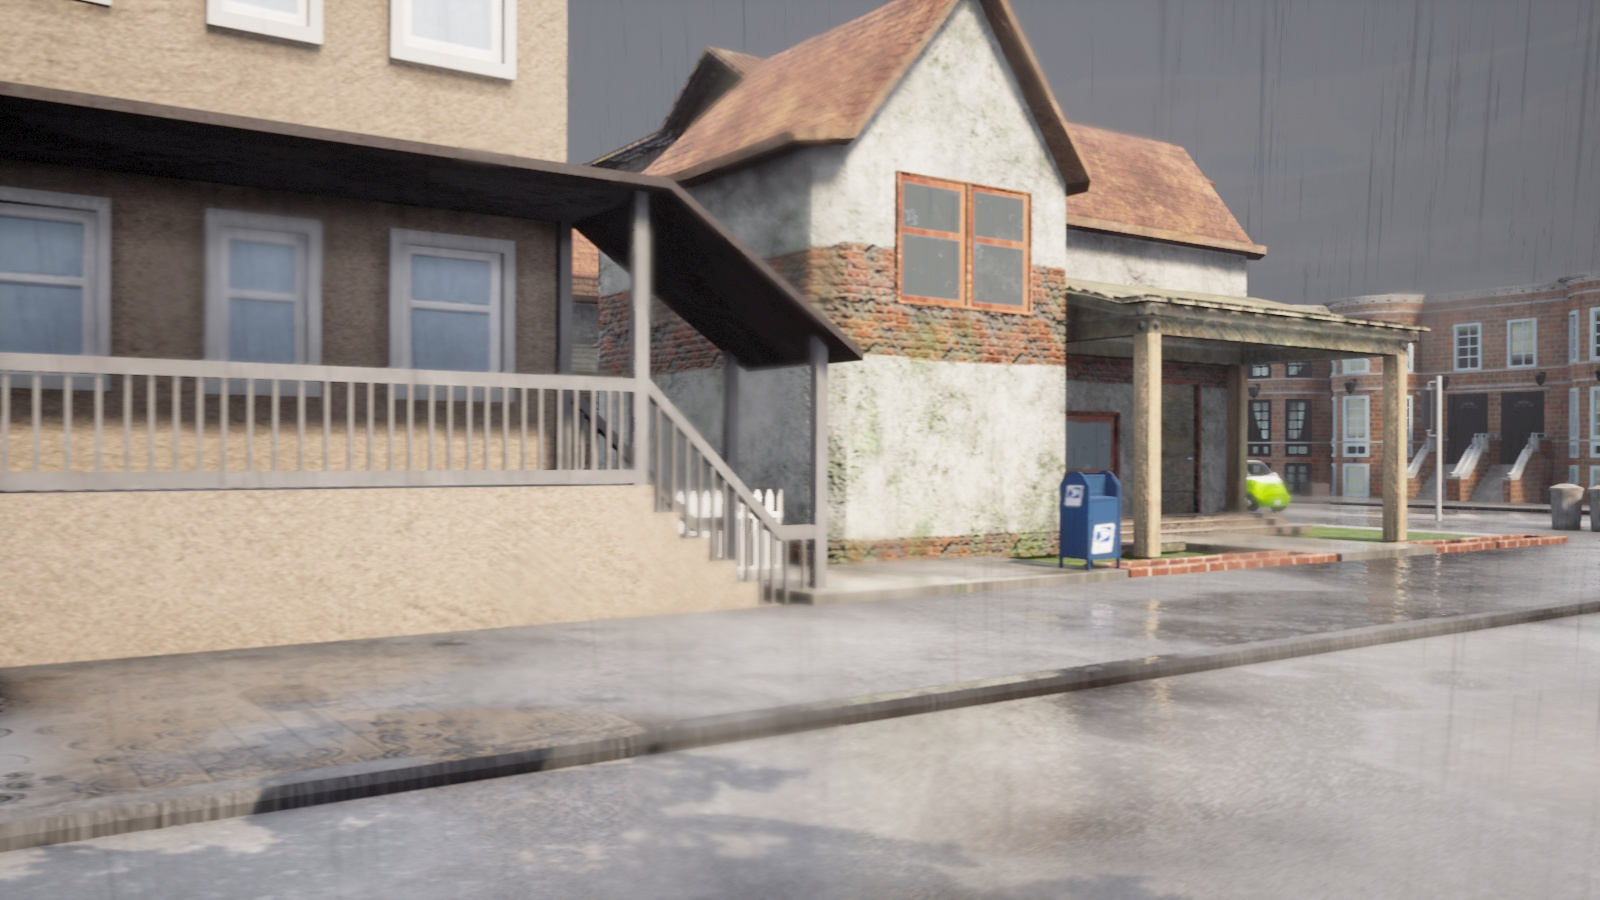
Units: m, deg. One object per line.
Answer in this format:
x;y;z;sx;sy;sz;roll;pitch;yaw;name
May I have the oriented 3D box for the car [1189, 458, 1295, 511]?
11.852;0.901;33.734;1.481;1.376;2.207;0;-1;-35;car
